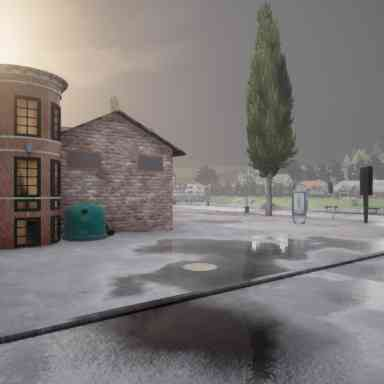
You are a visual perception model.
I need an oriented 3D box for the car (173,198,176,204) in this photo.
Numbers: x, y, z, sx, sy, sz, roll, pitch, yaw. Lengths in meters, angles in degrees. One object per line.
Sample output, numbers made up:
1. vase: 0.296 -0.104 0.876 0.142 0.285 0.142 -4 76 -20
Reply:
1. car: -4.632 1.526 60.368 1.812 1.442 4.674 0 0 -35
